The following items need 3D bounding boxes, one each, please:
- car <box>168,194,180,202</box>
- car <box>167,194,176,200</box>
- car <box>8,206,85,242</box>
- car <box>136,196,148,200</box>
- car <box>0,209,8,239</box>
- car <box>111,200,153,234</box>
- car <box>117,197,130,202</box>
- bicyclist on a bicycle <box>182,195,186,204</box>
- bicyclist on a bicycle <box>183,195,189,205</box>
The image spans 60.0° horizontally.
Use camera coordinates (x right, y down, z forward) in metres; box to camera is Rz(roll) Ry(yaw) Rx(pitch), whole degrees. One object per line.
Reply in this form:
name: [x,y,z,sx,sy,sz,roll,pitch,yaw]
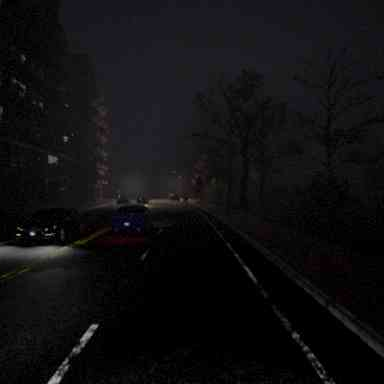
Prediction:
car: [-3.970,1.456,78.168,1.837,1.490,4.892,0,0,-6]
car: [-5.651,1.346,92.718,2.128,1.511,4.902,0,0,-8]
car: [-6.741,1.504,16.379,1.837,1.490,4.892,0,0,-1]
car: [-8.740,1.475,58.588,2.128,1.511,4.902,0,0,-4]
car: [-10.008,1.563,17.202,1.994,1.385,4.181,0,0,-1]
car: [-3.348,1.476,19.245,1.882,1.535,5.008,0,0,-1]
car: [-11.961,1.533,58.286,2.033,1.411,5.357,0,0,-4]
bicyclist on a bicycle: [-1.474,1.429,61.195,0.582,1.620,1.656,0,0,-5]
bicyclist on a bicycle: [-0.788,1.435,52.133,0.582,1.620,1.656,0,0,-4]
